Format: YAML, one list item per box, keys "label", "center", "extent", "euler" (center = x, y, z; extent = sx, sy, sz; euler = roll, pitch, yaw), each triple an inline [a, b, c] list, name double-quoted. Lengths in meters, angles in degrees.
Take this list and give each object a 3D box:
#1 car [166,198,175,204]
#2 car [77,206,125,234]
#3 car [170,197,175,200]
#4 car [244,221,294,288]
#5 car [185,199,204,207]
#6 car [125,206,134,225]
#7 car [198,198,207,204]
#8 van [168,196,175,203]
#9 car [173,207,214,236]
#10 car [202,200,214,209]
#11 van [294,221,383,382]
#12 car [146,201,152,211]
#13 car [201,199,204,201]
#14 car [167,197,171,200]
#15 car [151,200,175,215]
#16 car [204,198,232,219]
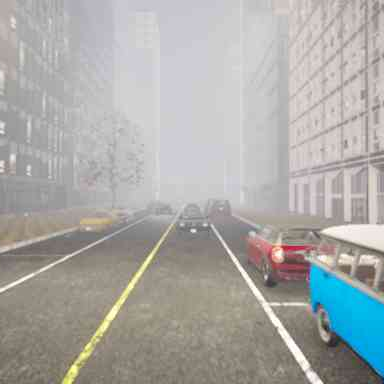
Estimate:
- label: "car"
  center: [-5.758, 2.346, 89.246]
  extent: [1.887, 1.381, 4.507]
  euler: [0, 0, 0]
- label: "car"
  center: [-5.704, 1.726, 20.770]
  extent: [1.752, 1.417, 4.829]
  euler: [0, -1, 0]
- label: "car"
  center: [-5.750, 2.257, 77.861]
  extent: [2.008, 1.369, 4.403]
  euler: [0, 0, 0]
- label: "car"
  center: [2.686, 1.534, 9.553]
  extent: [1.967, 1.590, 4.097]
  euler: [0, -1, 0]
- label: "car"
  center: [0.067, 1.951, 41.064]
  extent: [1.994, 1.385, 4.181]
  euler: [0, 0, 0]
- label: "car"
  center: [-5.709, 1.806, 26.633]
  extent: [2.008, 1.369, 4.403]
  euler: [0, -1, 0]
- label: "car"
  center: [2.627, 2.320, 83.547]
  extent: [1.947, 1.339, 4.313]
  euler: [0, 0, 0]
- label: "van"
  center: [-5.762, 2.190, 94.940]
  extent: [1.690, 1.788, 3.998]
  euler: [0, 0, 0]
- label: "car"
  center: [0.085, 1.793, 19.878]
  extent: [1.895, 1.301, 4.718]
  euler: [0, -1, 0]
- label: "car"
  center: [2.649, 2.038, 55.257]
  extent: [1.752, 1.417, 4.829]
  euler: [0, -1, 0]
- label: "van"
  center: [2.690, 1.380, 3.863]
  extent: [1.690, 1.788, 3.998]
  euler: [0, -1, 0]
- label: "car"
  center: [-5.727, 2.013, 49.401]
  extent: [2.008, 1.369, 4.403]
  euler: [0, -1, 0]
- label: "car"
  center: [2.659, 1.725, 43.706]
  extent: [2.192, 1.841, 5.009]
  euler: [0, -1, 0]
- label: "car"
  center: [-5.740, 2.192, 66.476]
  extent: [1.802, 1.307, 4.206]
  euler: [0, 0, 0]
- label: "car"
  center: [-3.124, 1.924, 38.067]
  extent: [1.994, 1.385, 4.181]
  euler: [0, -1, 0]
- label: "car"
  center: [2.669, 1.622, 32.322]
  extent: [2.192, 1.841, 5.009]
  euler: [0, -1, 0]
